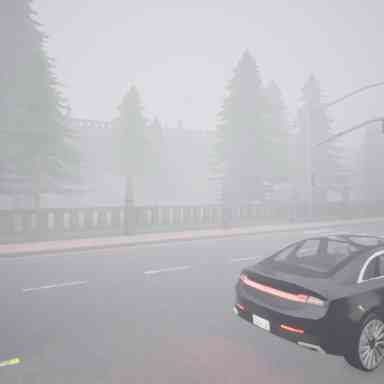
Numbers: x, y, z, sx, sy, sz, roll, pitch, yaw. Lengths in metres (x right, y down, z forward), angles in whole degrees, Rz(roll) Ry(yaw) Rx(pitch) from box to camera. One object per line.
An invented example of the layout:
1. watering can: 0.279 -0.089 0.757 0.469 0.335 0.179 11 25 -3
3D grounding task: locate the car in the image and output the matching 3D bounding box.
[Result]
1. car: 2.961 1.491 5.629 4.902 1.511 2.128 0 0 -32
